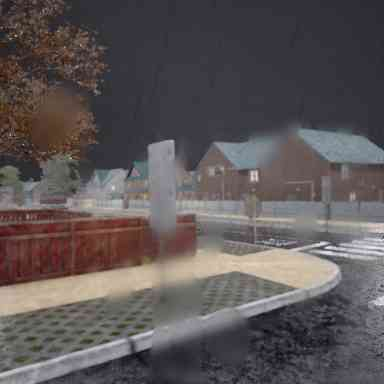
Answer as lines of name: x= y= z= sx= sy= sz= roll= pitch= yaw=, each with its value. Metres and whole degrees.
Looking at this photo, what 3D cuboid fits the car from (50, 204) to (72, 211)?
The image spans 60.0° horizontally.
car: x=-18.523 y=2.377 z=46.963 sx=1.895 sy=1.301 sz=4.718 roll=-2 pitch=0 yaw=-36
